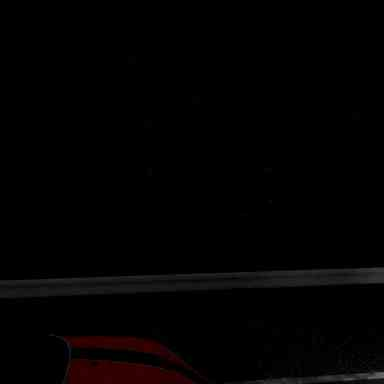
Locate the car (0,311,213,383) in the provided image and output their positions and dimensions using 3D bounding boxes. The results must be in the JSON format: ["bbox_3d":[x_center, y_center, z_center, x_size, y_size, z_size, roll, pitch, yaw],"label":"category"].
[{"bbox_3d":[-1.864,1.352,1.651,4.553,1.767,2.097,0,0,-6],"label":"car"}]
